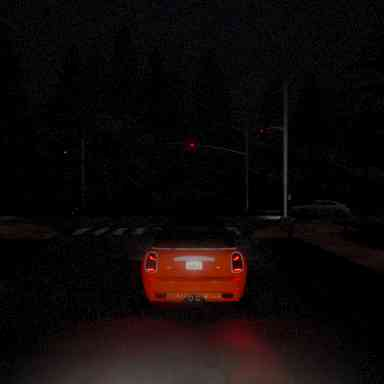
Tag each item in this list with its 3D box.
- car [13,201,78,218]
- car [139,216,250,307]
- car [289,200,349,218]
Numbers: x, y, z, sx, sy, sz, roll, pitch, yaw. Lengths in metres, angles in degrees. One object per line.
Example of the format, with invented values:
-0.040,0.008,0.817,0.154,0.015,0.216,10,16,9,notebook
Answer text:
-12.001,1.438,27.299,4.718,1.301,1.895,0,0,0,car
0.049,1.352,8.149,2.097,1.767,4.553,0,0,0,car
10.408,1.364,27.364,4.674,1.442,1.812,0,0,0,car
